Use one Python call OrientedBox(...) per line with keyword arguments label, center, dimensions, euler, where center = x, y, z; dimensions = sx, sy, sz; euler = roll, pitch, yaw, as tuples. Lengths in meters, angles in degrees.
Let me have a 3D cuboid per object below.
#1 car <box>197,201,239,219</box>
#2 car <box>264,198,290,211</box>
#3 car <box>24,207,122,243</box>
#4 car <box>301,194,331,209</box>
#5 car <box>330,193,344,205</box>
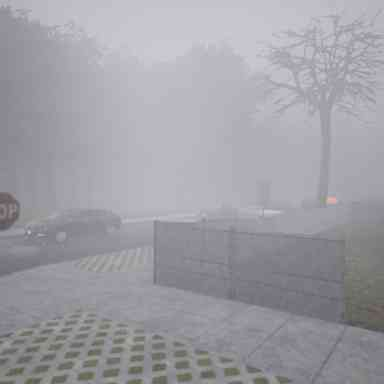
OrientedBox(label="car", center=(2.271, 1.494, 27.635), dimensions=(1.812, 1.442, 4.674), euler=(2, 1, 36))
OrientedBox(label="car", center=(9.722, 1.351, 37.976), dimensions=(1.994, 1.385, 4.181), euler=(2, 2, 35))
OrientedBox(label="car", center=(-5.717, 1.530, 16.537), dimensions=(1.837, 1.490, 4.892), euler=(2, 1, 36))
OrientedBox(label="car", center=(14.569, 1.283, 39.774), dimensions=(2.128, 1.511, 4.902), euler=(2, 2, 36))
OrientedBox(label="car", center=(20.596, 0.979, 48.215), dimensions=(2.097, 1.767, 4.553), euler=(2, 2, 36))
